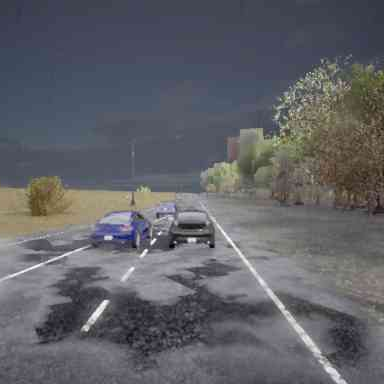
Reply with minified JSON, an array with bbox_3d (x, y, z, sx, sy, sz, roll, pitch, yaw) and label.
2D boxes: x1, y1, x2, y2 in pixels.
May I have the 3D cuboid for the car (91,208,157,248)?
[{"bbox_3d":[-2.970,1.533,14.650,1.812,1.442,4.674,0,0,3],"label":"car"}]

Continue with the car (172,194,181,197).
[{"bbox_3d":[-3.500,1.294,76.458,2.097,1.767,4.553,0,0,0],"label":"car"}]

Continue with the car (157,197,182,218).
[{"bbox_3d":[-2.042,1.473,29.650,2.033,1.411,5.357,0,0,3],"label":"car"}]

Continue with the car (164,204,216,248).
[{"bbox_3d":[0.000,1.516,14.650,1.837,1.490,4.892,0,0,0],"label":"car"}]
